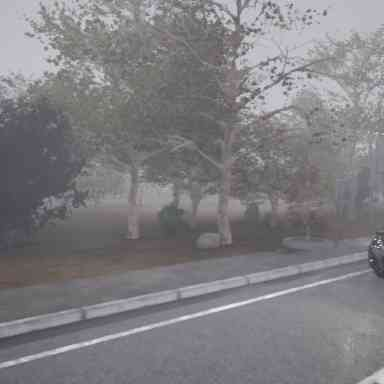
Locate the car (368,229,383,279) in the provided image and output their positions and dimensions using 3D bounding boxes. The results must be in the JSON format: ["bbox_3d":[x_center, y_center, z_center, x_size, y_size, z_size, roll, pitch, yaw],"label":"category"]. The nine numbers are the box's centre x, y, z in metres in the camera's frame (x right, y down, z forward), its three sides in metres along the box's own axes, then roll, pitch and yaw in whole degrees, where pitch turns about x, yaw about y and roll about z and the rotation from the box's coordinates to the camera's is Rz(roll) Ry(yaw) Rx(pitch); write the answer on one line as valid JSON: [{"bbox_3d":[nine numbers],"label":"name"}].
[{"bbox_3d":[6.995,1.220,8.855,5.566,2.045,2.150,0,0,-35],"label":"car"}]
